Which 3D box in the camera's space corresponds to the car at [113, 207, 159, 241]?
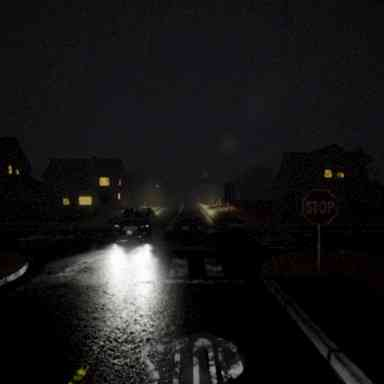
[{"bbox_3d":[-2.828,1.570,17.486,2.128,1.511,4.902,0,0,0],"label":"car"}]
